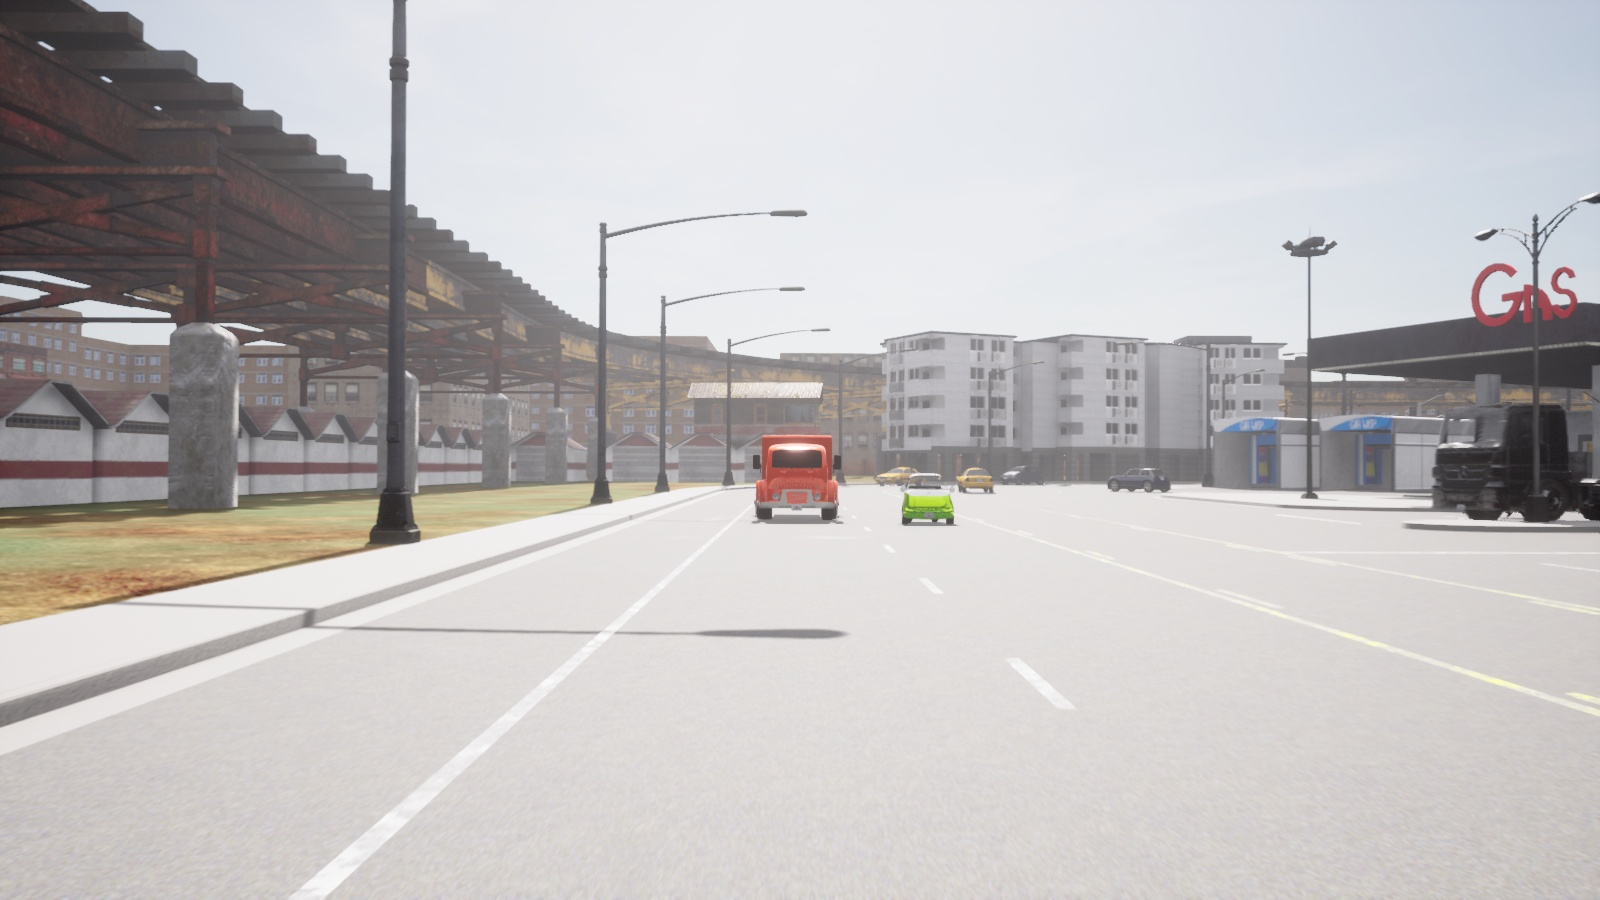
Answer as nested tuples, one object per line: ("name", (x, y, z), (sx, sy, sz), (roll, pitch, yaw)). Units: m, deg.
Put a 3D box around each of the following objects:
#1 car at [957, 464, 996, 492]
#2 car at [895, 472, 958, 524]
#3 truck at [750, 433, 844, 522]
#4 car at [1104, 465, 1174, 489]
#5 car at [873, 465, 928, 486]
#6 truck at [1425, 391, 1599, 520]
("car", (10.459, 1.648, 74.775), (1.801, 1.575, 5.366), (0, -1, 3))
("car", (3.422, 1.288, 34.224), (1.481, 1.376, 2.207), (0, -1, 0))
("truck", (-0.088, 0.802, 37.574), (2.627, 2.467, 5.204), (0, -1, 0))
("car", (21.212, 1.680, 78.721), (1.970, 1.475, 3.806), (0, -1, -37))
("car", (7.897, 1.949, 98.317), (1.801, 1.575, 5.366), (0, -1, 35))
("truck", (22.382, 0.192, 35.857), (7.936, 3.462, 2.891), (0, -1, -10))
